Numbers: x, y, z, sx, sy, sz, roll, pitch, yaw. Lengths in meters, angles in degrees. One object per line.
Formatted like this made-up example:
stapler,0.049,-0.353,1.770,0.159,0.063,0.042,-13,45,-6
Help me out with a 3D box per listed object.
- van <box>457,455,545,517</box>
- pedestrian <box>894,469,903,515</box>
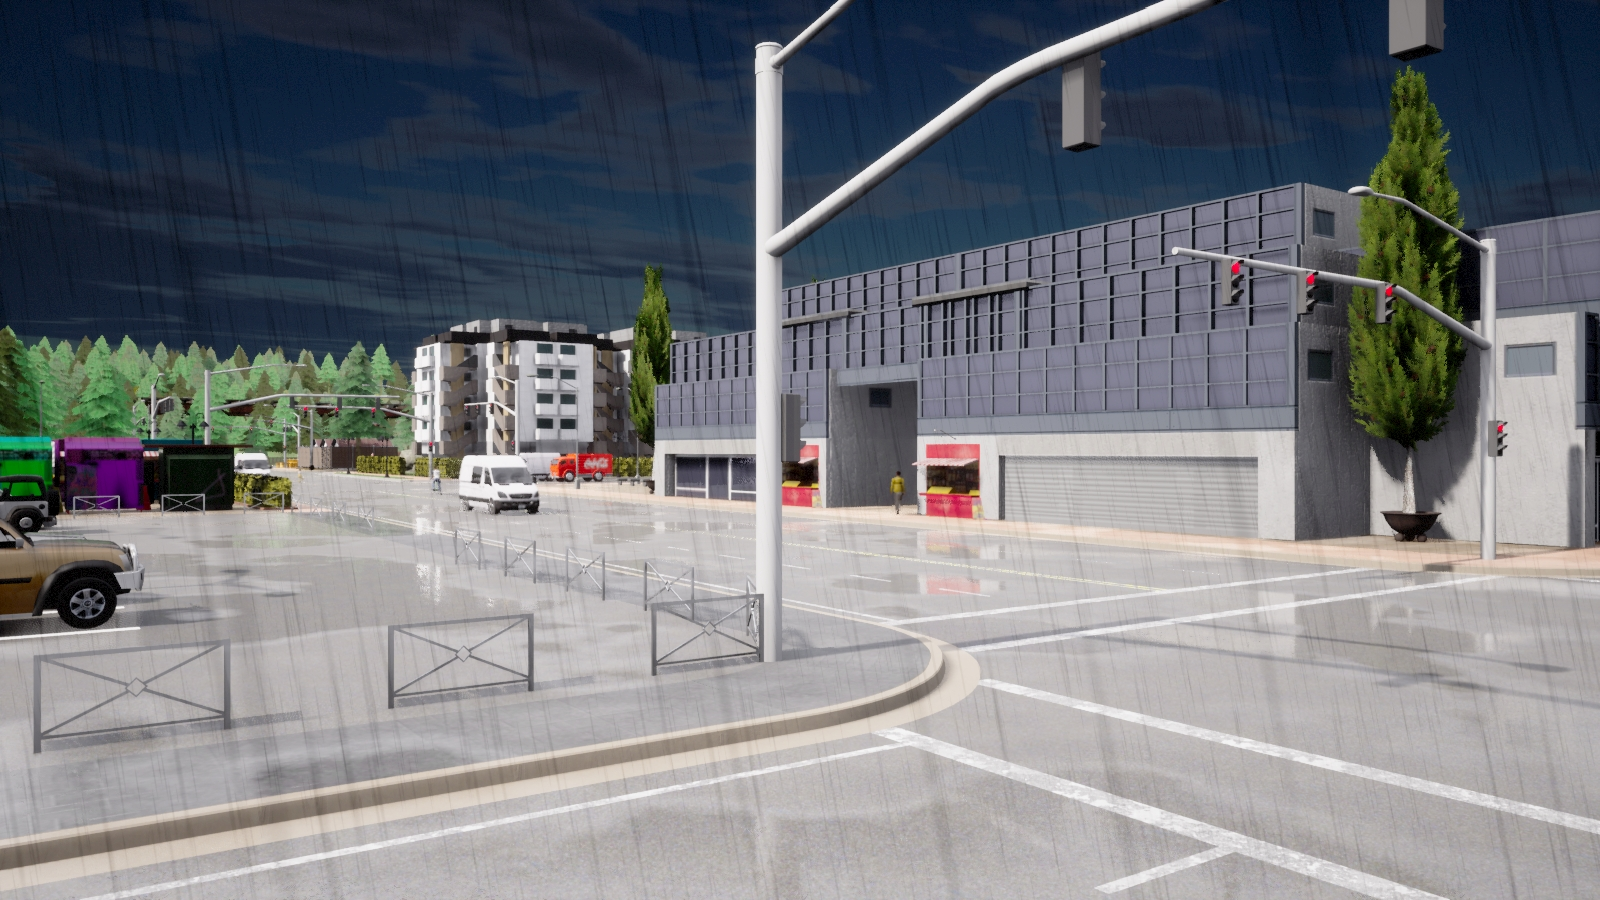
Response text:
van,-13.358,1.534,50.706,1.988,2.561,5.915,0,0,-33
pedestrian,3.989,1.696,46.261,0.375,1.860,0.375,0,0,7
